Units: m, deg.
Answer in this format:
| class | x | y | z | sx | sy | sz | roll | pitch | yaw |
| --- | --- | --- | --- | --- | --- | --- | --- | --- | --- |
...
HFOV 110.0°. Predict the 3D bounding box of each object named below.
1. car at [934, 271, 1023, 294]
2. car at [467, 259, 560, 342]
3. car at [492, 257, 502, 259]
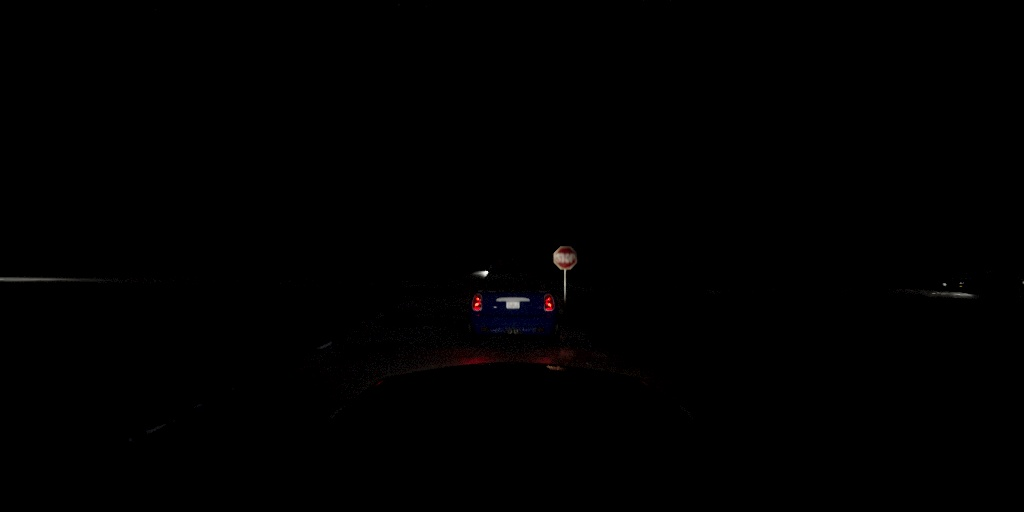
| class | x | y | z | sx | sy | sz | roll | pitch | yaw |
| --- | --- | --- | --- | --- | --- | --- | --- | --- | --- |
| car | 32.997 | 1.812 | 25.325 | 4.892 | 1.490 | 1.837 | 1 | 0 | 0 |
| car | 0.089 | 1.087 | 9.918 | 2.097 | 1.767 | 4.553 | 0 | 0 | 2 |
| car | -2.798 | 1.250 | 49.030 | 2.128 | 1.511 | 4.902 | 0 | 0 | 0 |
